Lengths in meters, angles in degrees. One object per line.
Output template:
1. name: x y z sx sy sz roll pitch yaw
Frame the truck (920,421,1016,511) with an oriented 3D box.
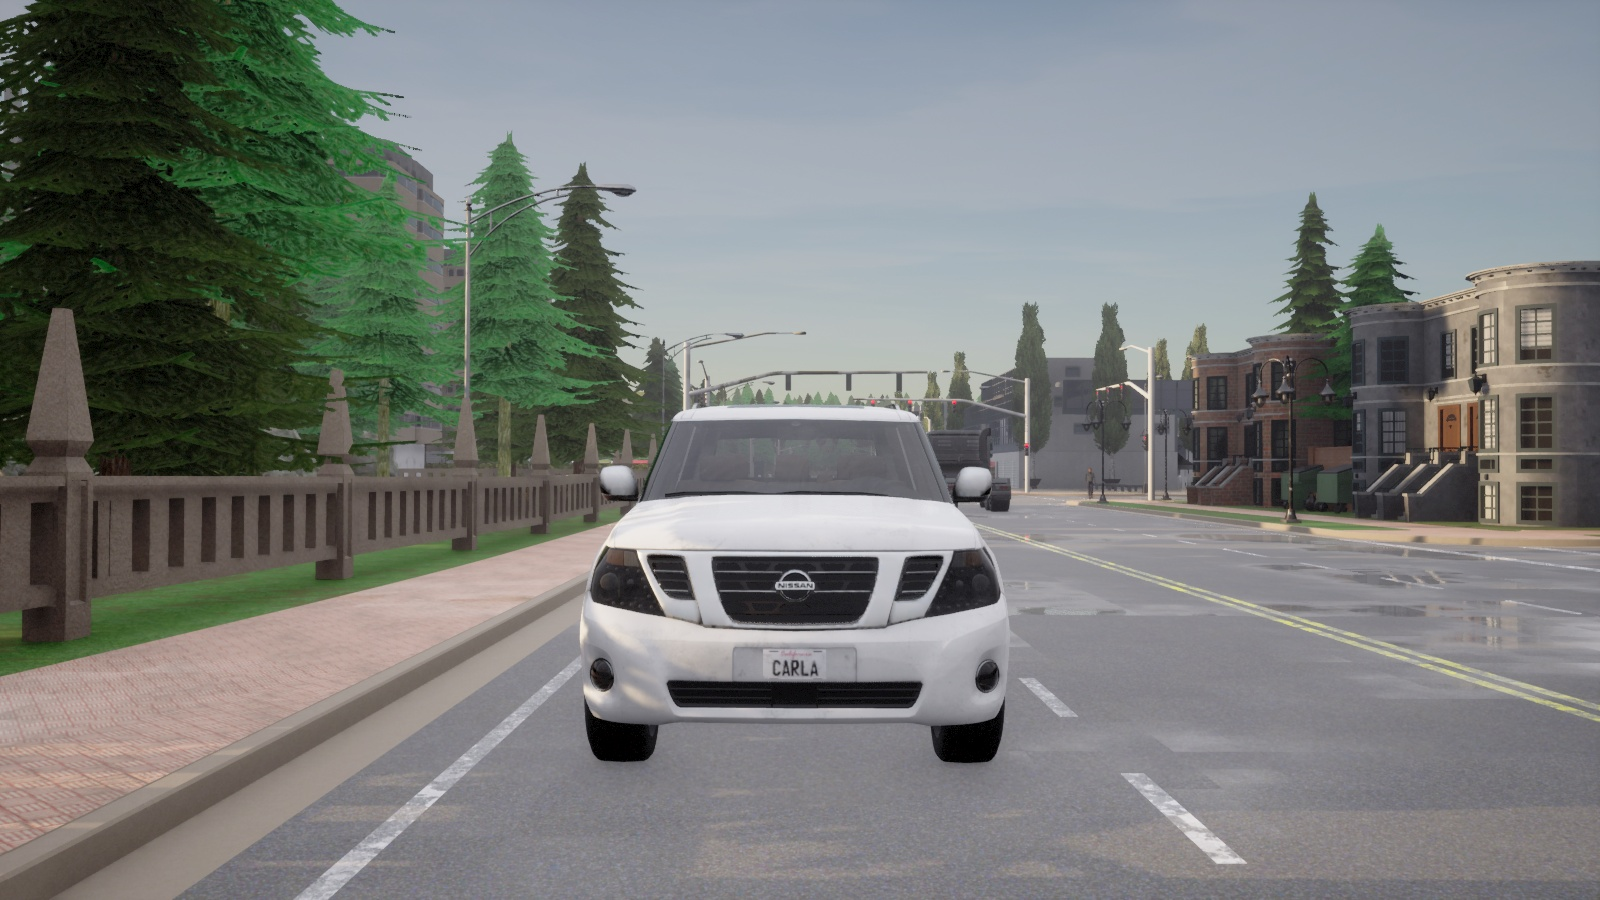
1. truck: 6.852 0.681 52.272 2.891 3.462 7.936 0 -1 0

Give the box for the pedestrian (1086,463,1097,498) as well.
1. pedestrian: 16.466 1.726 70.990 0.423 1.949 0.788 0 -1 2

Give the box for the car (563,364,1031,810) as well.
1. car: -0.025 0.677 8.577 2.150 2.045 5.566 0 -1 0
